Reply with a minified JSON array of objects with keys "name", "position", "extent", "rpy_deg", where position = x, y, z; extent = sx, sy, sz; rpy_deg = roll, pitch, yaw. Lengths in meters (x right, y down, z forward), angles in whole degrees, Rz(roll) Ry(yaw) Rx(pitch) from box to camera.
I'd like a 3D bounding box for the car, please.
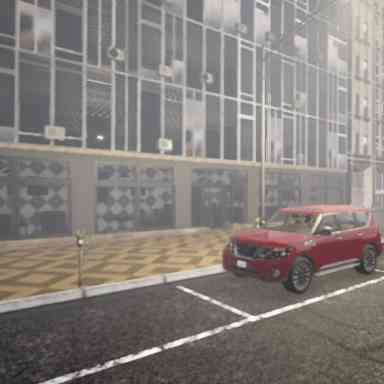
[{"name":"car","position":[3.175,1.314,8.994],"extent":[5.009,1.841,2.192],"rpy_deg":[0,0,-35]}]
